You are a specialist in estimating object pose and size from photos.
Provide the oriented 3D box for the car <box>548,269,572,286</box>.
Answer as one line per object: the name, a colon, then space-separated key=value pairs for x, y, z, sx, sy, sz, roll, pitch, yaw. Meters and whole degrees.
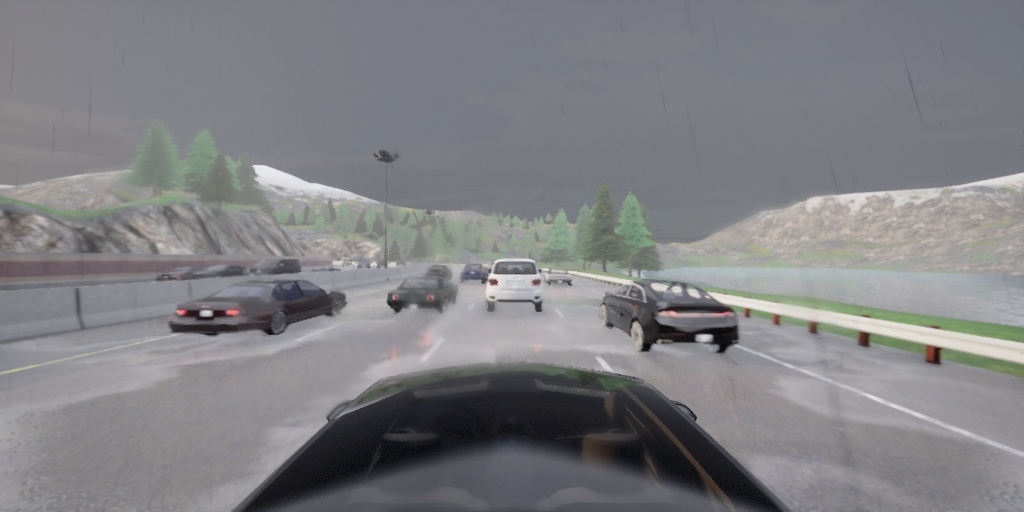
car: x=3.680 y=1.692 z=29.524 sx=1.895 sy=1.301 sz=4.718 roll=0 pitch=-1 yaw=0

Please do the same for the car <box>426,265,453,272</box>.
car: x=-6.825 y=1.604 z=33.853 sx=1.837 sy=1.490 sz=4.892 roll=0 pitch=0 yaw=0

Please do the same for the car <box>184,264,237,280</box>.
car: x=-24.533 y=1.463 z=30.549 sx=1.882 sy=1.535 sz=5.008 roll=0 pitch=-1 yaw=0

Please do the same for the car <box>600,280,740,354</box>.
car: x=3.591 y=1.344 z=9.090 sx=2.128 sy=1.511 sz=4.902 roll=0 pitch=-1 yaw=0

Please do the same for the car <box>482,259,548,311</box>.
car: x=0.126 y=1.135 z=15.542 sx=2.150 sy=2.045 sz=5.566 roll=0 pitch=-1 yaw=0

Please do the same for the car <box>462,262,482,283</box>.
car: x=-3.322 y=1.446 z=32.336 sx=2.097 sy=1.767 sz=4.553 roll=0 pitch=-1 yaw=0

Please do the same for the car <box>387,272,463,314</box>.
car: x=-3.374 y=1.487 z=14.551 sx=1.895 sy=1.301 sz=4.718 roll=0 pitch=-1 yaw=0

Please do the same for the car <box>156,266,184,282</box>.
car: x=-28.039 y=1.541 z=31.032 sx=1.994 sy=1.385 sz=4.181 roll=0 pitch=-1 yaw=0

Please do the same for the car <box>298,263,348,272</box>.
car: x=-17.556 y=1.614 z=33.567 sx=1.994 sy=1.385 sz=4.181 roll=0 pitch=-1 yaw=0

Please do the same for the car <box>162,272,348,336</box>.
car: x=-6.896 y=1.373 z=10.613 sx=2.033 sy=1.411 sz=5.357 roll=0 pitch=-1 yaw=0

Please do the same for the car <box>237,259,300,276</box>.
car: x=-21.025 y=1.238 z=31.855 sx=2.150 sy=2.045 sz=5.566 roll=0 pitch=-1 yaw=0
